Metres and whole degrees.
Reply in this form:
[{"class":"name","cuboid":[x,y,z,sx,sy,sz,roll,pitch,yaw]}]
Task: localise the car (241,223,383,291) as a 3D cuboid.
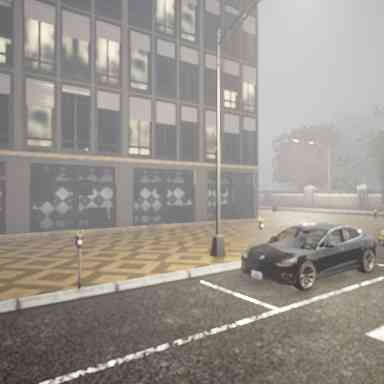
[{"class":"car","cuboid":[3.279,1.539,8.971,4.313,1.339,1.947,0,0,-35]}]
